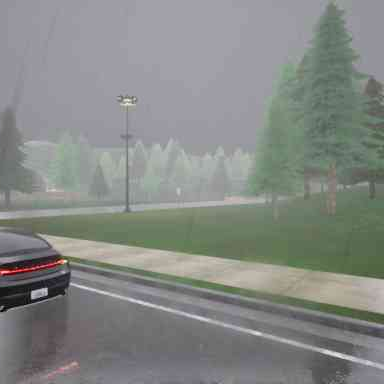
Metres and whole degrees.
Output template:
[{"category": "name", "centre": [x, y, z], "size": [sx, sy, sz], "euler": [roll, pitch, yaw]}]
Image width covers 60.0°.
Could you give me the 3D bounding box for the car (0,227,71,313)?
[{"category": "car", "centre": [-4.605, 1.505, 7.153], "size": [4.892, 1.490, 1.837], "euler": [0, 0, 35]}]
